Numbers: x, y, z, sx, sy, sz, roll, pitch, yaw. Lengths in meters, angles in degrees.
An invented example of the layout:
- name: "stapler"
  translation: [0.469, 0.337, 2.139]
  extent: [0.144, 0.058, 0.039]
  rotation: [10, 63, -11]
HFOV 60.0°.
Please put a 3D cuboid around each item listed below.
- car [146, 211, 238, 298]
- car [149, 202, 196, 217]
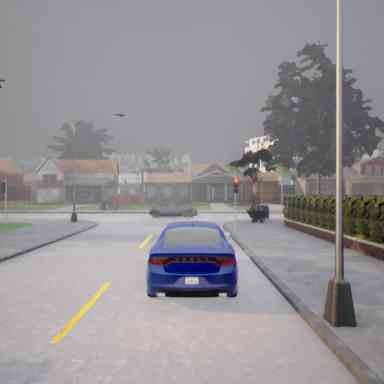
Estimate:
- name: "car"
  translation: [0.017, 1.477, 8.584]
  extent: [1.882, 1.535, 5.008]
  rotation: [0, 0, 0]
- name: "car"
  translation: [-1.635, 1.563, 29.030]
  extent: [4.181, 1.385, 1.994]
  rotation: [0, 0, 0]
